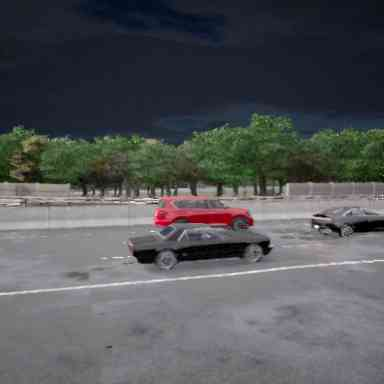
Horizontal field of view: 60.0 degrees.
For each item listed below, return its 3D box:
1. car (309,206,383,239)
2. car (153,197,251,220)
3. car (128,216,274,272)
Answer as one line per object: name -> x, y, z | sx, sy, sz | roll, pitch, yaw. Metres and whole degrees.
car -> 8.511, 1.485, 17.186 | 4.902, 1.511, 2.128 | -1, 1, -16
car -> 0.639, 1.271, 18.587 | 5.566, 2.045, 2.150 | -1, 1, -16
car -> 0.289, 1.724, 11.208 | 4.718, 1.301, 1.895 | -1, 0, -16
